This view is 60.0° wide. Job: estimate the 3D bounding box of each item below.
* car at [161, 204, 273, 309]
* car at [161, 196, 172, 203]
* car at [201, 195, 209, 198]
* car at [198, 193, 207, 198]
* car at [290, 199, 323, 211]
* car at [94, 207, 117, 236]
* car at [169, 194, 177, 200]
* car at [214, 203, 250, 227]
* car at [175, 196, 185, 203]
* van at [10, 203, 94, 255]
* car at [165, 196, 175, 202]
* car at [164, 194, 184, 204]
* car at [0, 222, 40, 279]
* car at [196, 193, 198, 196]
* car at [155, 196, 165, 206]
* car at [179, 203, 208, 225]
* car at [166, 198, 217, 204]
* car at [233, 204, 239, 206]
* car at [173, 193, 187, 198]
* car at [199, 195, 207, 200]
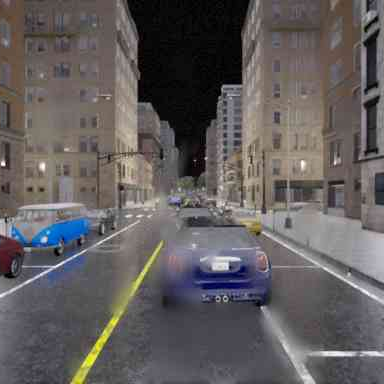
[{"bbox_3d":[0.330,1.352,8.085,2.097,1.767,4.553,0,0,-5],"label":"car"},{"bbox_3d":[-5.166,1.562,67.612,1.947,1.339,4.313,0,0,0],"label":"car"},{"bbox_3d":[2.802,1.549,50.544,2.008,1.369,4.403,0,0,0],"label":"car"},{"bbox_3d":[2.877,1.434,73.270,1.967,1.590,4.097,0,0,0],"label":"car"},{"bbox_3d":[13.717,1.515,38.270,4.718,1.301,1.895,0,0,0],"label":"car"},{"bbox_3d":[-5.331,1.550,18.287,2.008,1.369,4.403,0,0,0],"label":"car"},{"bbox_3d":[-5.091,1.429,90.337,1.967,1.590,4.097,0,0,0],"label":"car"},{"bbox_3d":[2.716,1.550,23.668,2.008,1.369,4.403,0,0,0],"label":"car"},{"bbox_3d":[-2.519,1.519,70.519,1.812,1.442,4.674,0,0,0],"label":"car"},{"bbox_3d":[-5.350,1.341,12.881,1.690,1.788,3.998,0,0,0],"label":"van"},{"bbox_3d":[-5.129,1.543,78.975,2.008,1.369,4.403,0,0,0],"label":"car"},{"bbox_3d":[-2.677,1.476,50.425,1.882,1.535,5.008,0,0,0],"label":"car"},{"bbox_3d":[-5.369,1.582,7.475,1.802,1.307,4.206,0,0,0],"label":"car"},{"bbox_3d":[2.915,1.306,84.634,2.192,1.841,5.009,0,0,0],"label":"car"},{"bbox_3d":[-5.204,1.523,56.080,1.752,1.417,4.829,0,0,0],"label":"car"},{"bbox_3d":[0.100,1.563,25.014,1.994,1.385,4.181,0,0,0],"label":"car"},{"bbox_3d":[0.128,1.351,15.352,2.097,1.767,4.553,0,0,0],"label":"car"},{"bbox_3d":[2.704,1.525,18.432,1.752,1.417,4.829,0,0,0],"label":"car"},{"bbox_3d":[-2.623,1.219,60.413,2.150,2.045,5.566,0,0,1],"label":"car"},{"bbox_3d":[2.934,1.555,90.316,1.947,1.339,4.313,0,0,0],"label":"car"}]
